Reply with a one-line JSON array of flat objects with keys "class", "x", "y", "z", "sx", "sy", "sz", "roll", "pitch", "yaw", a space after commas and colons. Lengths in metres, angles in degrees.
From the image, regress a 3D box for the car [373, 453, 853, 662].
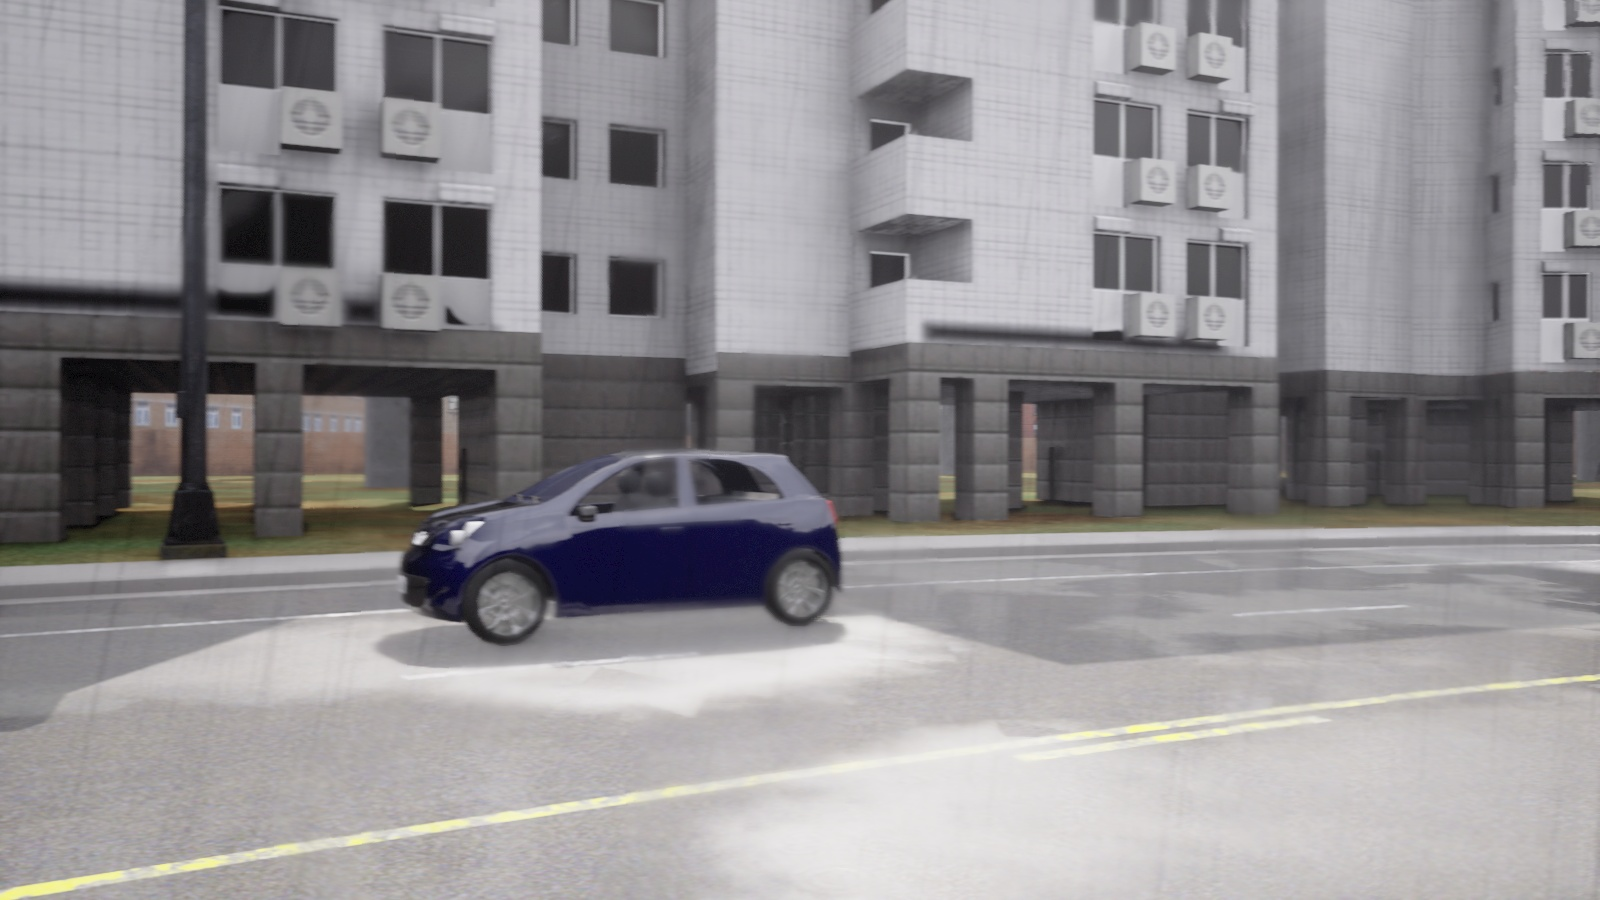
[{"class": "car", "x": -1.590, "y": 0.777, "z": 10.678, "sx": 3.633, "sy": 1.501, "sz": 1.845, "roll": 0, "pitch": 0, "yaw": -27}]
